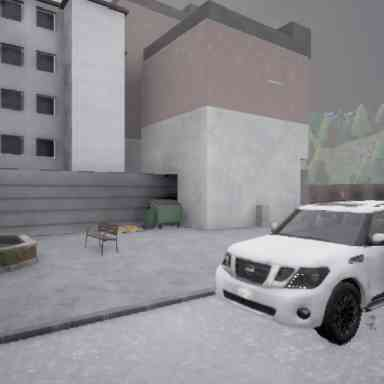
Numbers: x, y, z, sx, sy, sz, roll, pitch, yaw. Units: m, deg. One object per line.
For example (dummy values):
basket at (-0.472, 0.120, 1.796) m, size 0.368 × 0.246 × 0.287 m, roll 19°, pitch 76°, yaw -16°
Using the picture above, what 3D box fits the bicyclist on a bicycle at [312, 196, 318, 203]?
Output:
bicyclist on a bicycle at (14.704, 1.349, 39.842) m, size 1.656 × 1.620 × 0.582 m, roll 0°, pitch 0°, yaw -36°

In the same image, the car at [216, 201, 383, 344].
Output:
car at (3.097, 1.221, 6.759) m, size 5.566 × 2.045 × 2.150 m, roll 0°, pitch 0°, yaw -35°

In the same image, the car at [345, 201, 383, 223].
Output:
car at (14.393, 1.492, 25.011) m, size 2.128 × 1.511 × 4.902 m, roll 0°, pitch 0°, yaw -28°
